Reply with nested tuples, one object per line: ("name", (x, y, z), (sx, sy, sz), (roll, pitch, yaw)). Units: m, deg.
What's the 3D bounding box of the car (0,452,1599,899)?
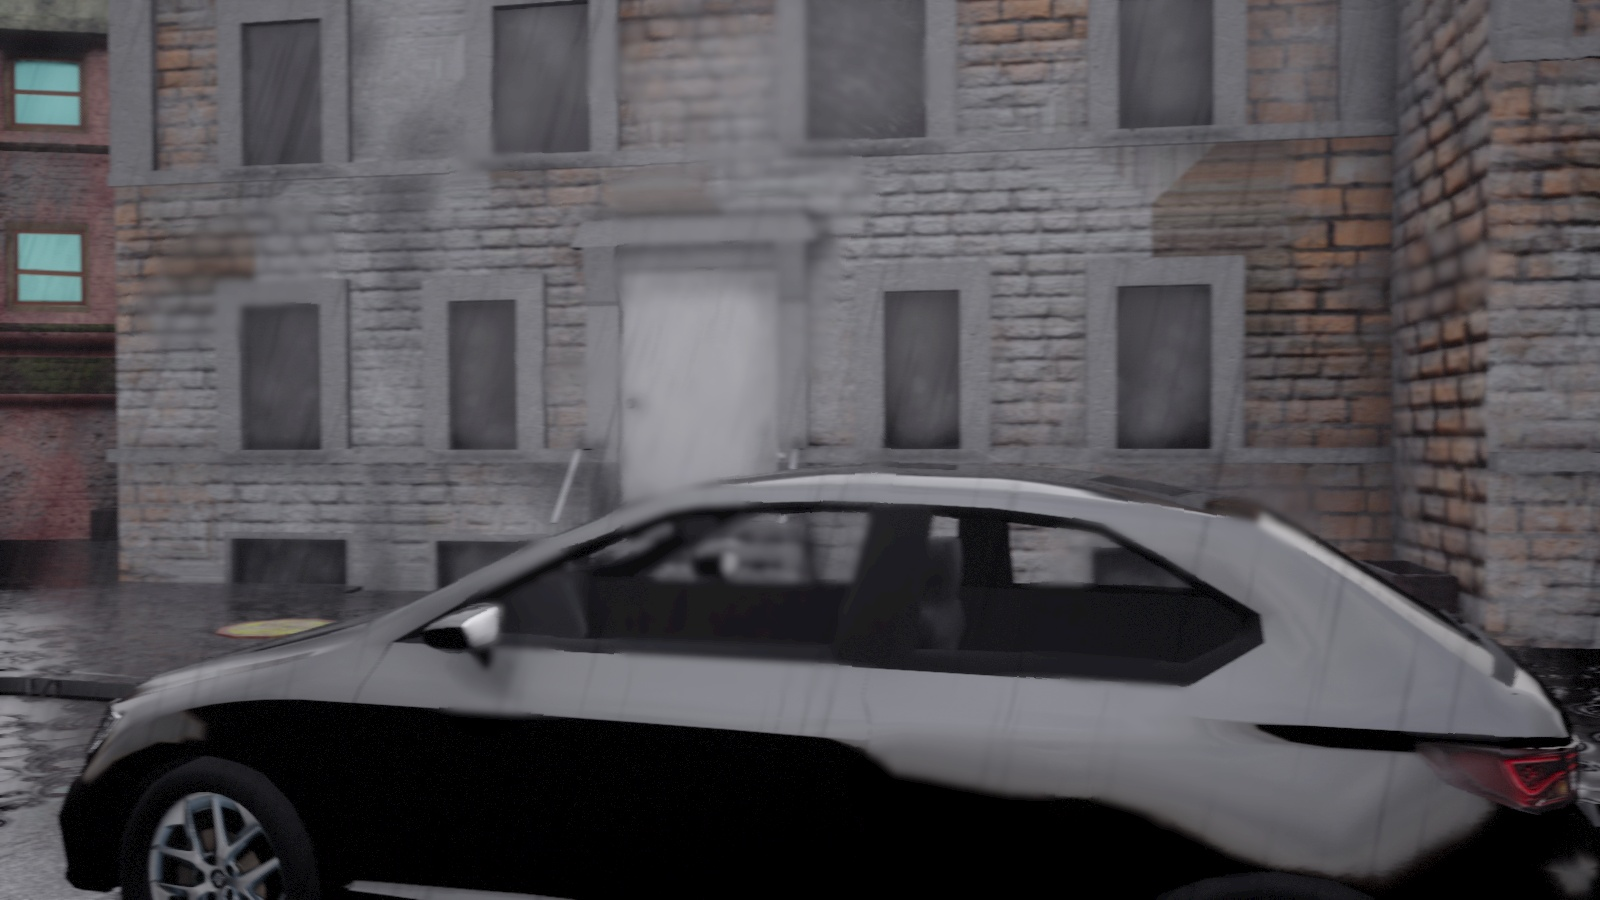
("car", (-0.177, 0.778, 3.805), (4.193, 1.474, 1.816), (1, 1, 20))
